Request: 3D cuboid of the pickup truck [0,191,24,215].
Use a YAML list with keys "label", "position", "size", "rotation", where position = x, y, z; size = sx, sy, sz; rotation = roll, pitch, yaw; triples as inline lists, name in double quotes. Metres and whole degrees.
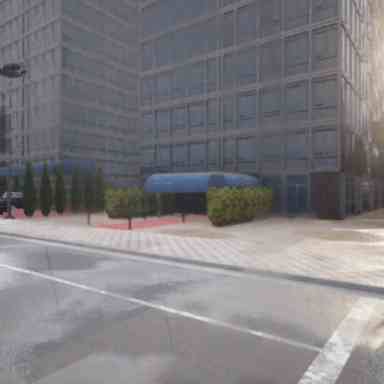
- label: "pickup truck"
  position: [-17.050, 0.998, 32.149]
  size: [2.390, 2.098, 6.274]
  rotation: [0, 0, -24]
